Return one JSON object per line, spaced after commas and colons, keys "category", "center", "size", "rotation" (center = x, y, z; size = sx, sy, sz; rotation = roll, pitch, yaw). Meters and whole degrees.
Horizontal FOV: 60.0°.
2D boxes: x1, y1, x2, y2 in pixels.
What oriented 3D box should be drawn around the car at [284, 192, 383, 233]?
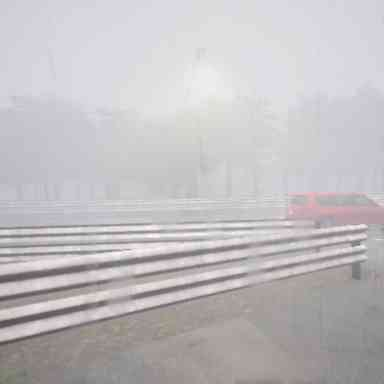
{"category": "car", "center": [7.243, 1.000, 15.860], "size": [5.566, 2.045, 2.150], "rotation": [-1, 1, -8]}
